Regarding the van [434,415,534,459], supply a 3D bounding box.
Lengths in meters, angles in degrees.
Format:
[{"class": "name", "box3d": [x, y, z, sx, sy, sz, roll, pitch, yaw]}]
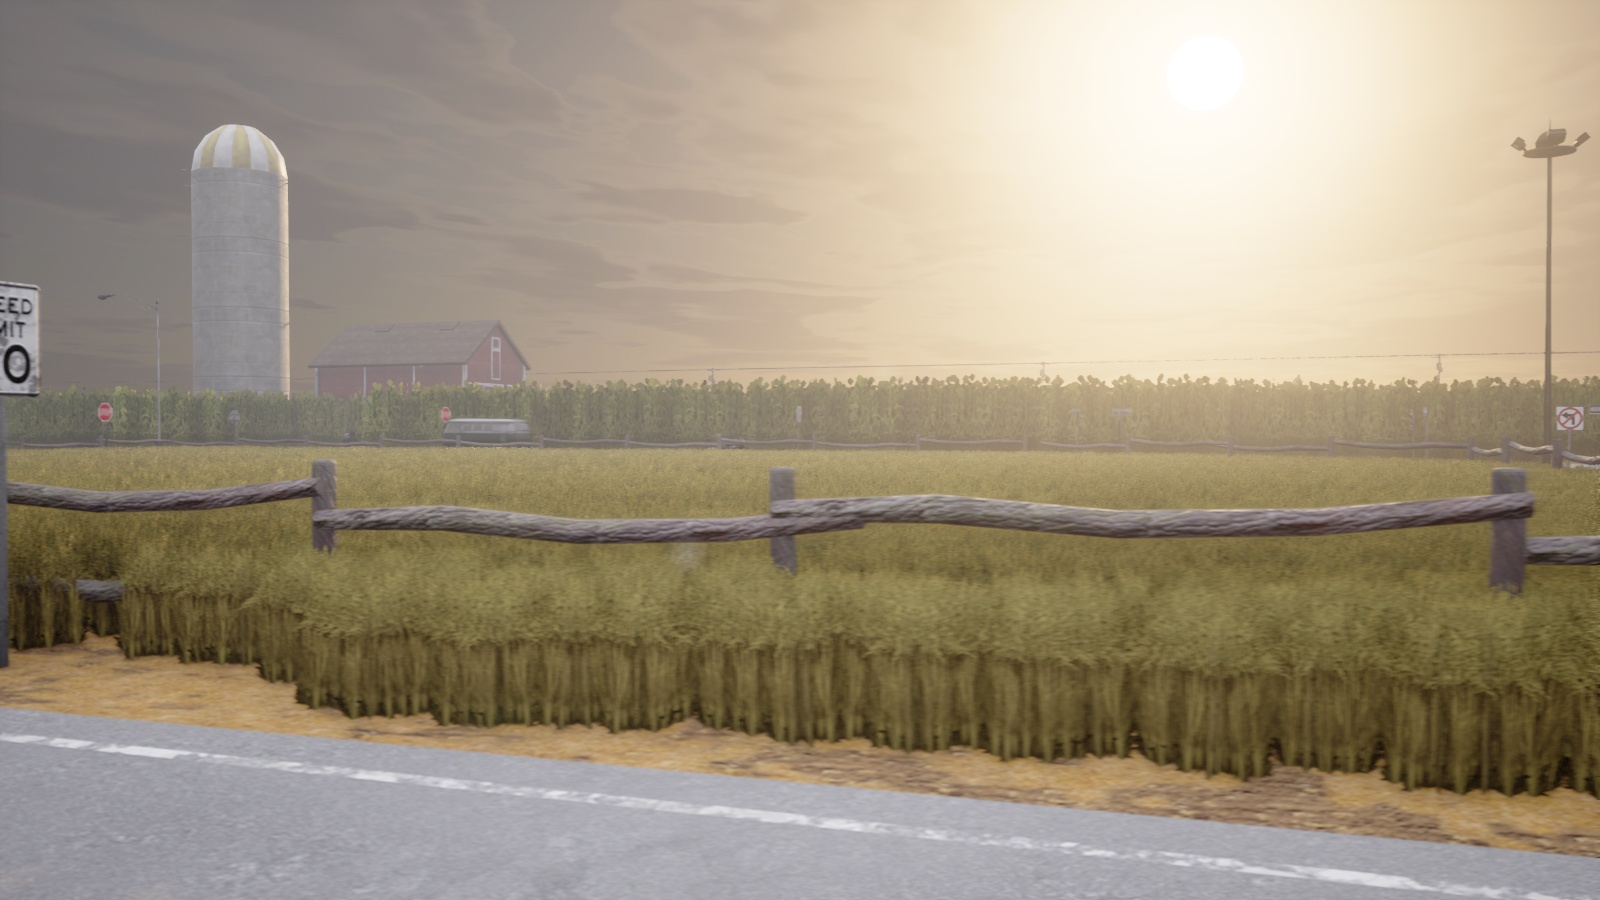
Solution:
[{"class": "van", "box3d": [-15.207, -0.635, 60.456, 4.442, 1.987, 1.775, 1, 1, 20]}]

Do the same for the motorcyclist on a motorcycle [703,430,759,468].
[{"class": "motorcyclist on a motorcycle", "box3d": [-2.909, -0.062, 52.811, 2.191, 1.530, 0.866, 1, 1, 20]}]
